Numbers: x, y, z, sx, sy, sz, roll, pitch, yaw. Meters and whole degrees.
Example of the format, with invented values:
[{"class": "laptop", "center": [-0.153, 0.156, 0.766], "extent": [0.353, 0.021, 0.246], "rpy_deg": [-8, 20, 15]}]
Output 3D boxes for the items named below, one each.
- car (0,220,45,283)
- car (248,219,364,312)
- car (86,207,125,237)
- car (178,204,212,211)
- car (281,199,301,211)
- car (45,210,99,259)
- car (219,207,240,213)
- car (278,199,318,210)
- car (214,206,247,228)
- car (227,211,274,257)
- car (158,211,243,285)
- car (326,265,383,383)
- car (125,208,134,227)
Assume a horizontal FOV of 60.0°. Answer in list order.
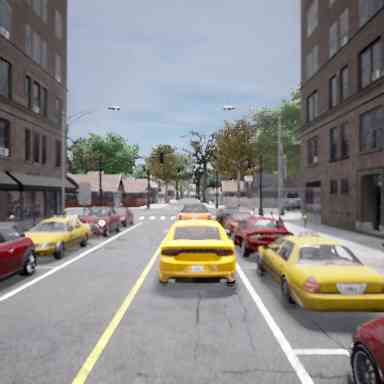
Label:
[{"class": "car", "center": [-5.365, 1.504, 7.703], "extent": [1.967, 1.590, 4.097], "rpy_deg": [0, 0, 0]}, {"class": "car", "center": [2.661, 1.591, 7.849], "extent": [1.752, 1.417, 4.829], "rpy_deg": [0, 0, 0]}, {"class": "car", "center": [-5.328, 1.597, 18.740], "extent": [1.967, 1.590, 4.097], "rpy_deg": [0, 0, 0]}, {"class": "car", "center": [0.168, 1.524, 20.640], "extent": [2.097, 1.767, 4.553], "rpy_deg": [0, -1, 0]}, {"class": "car", "center": [14.402, 1.804, 43.908], "extent": [4.674, 1.442, 1.812], "rpy_deg": [0, 0, 2]}, {"class": "car", "center": [-5.347, 1.634, 13.051], "extent": [1.752, 1.417, 4.829], "rpy_deg": [0, 0, 0]}, {"class": "car", "center": [2.697, 1.739, 18.714], "extent": [1.802, 1.307, 4.206], "rpy_deg": [0, 0, 0]}, {"class": "car", "center": [14.989, 1.792, 47.166], "extent": [4.902, 1.511, 2.128], "rpy_deg": [0, 0, 0]}, {"class": "car", "center": [2.716, 1.770, 24.232], "extent": [1.947, 1.339, 4.313], "rpy_deg": [0, 0, 0]}, {"class": "car", "center": [2.679, 1.655, 13.196], "extent": [1.887, 1.381, 4.507], "rpy_deg": [0, 0, 0]}, {"class": "car", "center": [0.132, 1.559, 9.801], "extent": [1.882, 1.535, 5.008], "rpy_deg": [0, 0, 0]}, {"class": "car", "center": [2.642, 1.600, 2.160], "extent": [1.802, 1.307, 4.206], "rpy_deg": [0, 0, 0]}, {"class": "car", "center": [-5.309, 1.785, 24.258], "extent": [1.802, 1.307, 4.206], "rpy_deg": [0, 0, 0]}]
